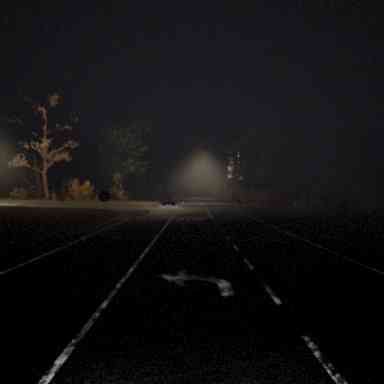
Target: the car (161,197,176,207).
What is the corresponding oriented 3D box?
[{"bbox_3d":[-3.493,1.426,49.411,1.812,1.442,4.674,1,-1,0],"label":"car"}]
